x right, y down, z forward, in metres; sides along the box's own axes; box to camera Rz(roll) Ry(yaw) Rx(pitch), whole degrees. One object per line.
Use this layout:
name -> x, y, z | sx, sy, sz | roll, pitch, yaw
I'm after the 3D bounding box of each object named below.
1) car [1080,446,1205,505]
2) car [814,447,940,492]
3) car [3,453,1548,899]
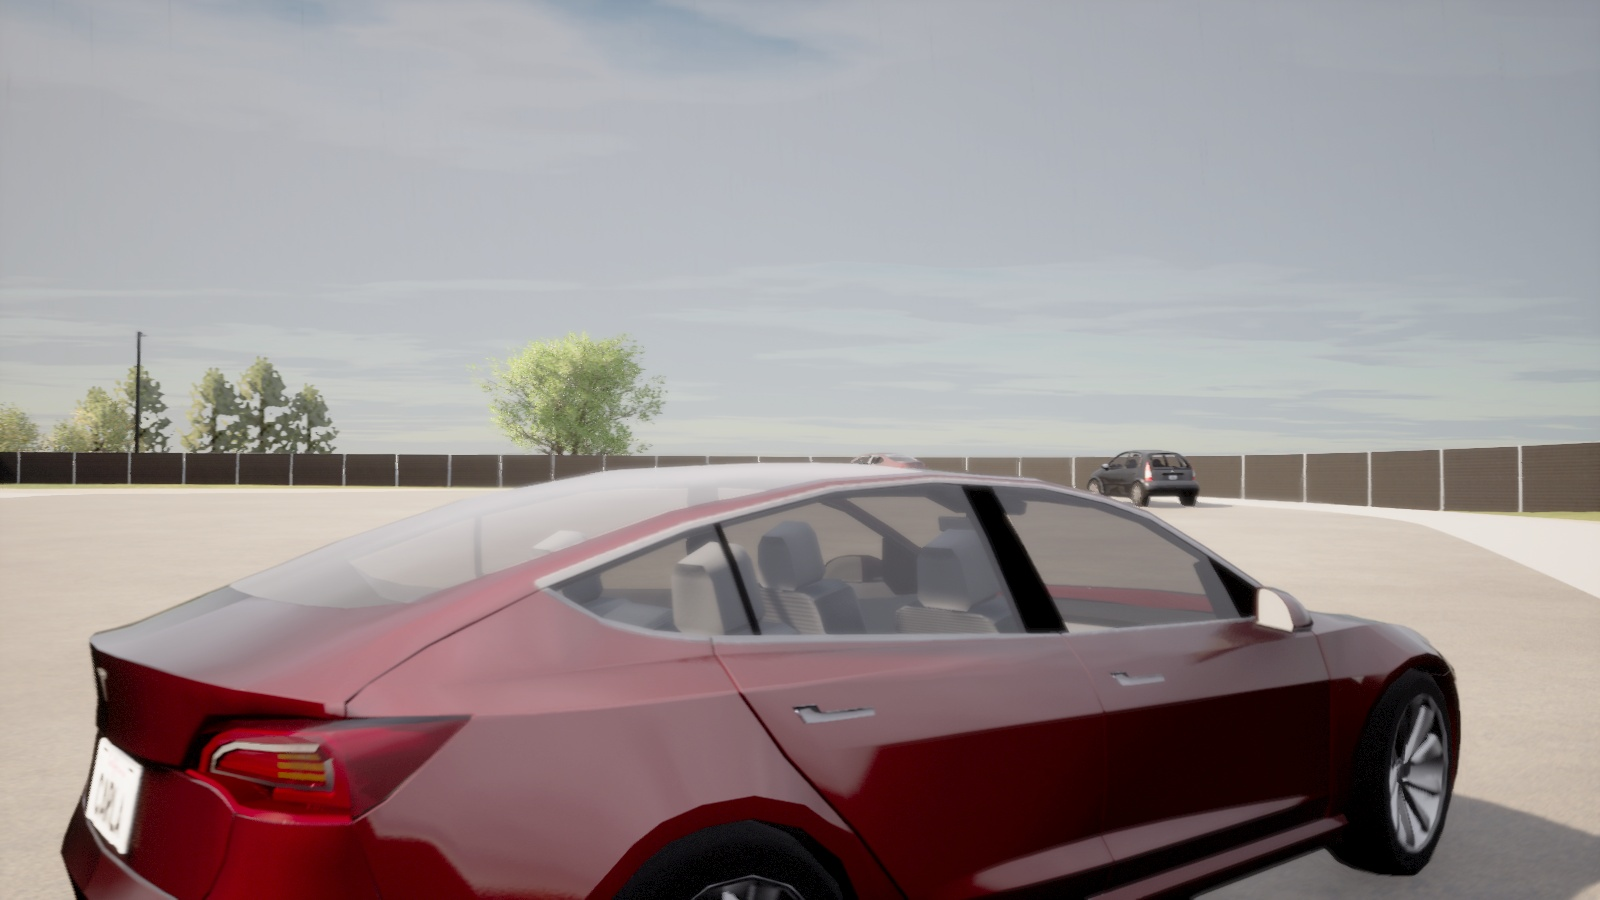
car -> 9.948, 0.713, 36.754 | 1.851, 1.617, 3.988 | -1, 0, -13
car -> 3.006, 0.760, 49.920 | 2.152, 1.651, 5.027 | -2, 1, -38
car -> 0.335, 0.774, 4.159 | 4.792, 1.488, 2.163 | 0, -1, -39
